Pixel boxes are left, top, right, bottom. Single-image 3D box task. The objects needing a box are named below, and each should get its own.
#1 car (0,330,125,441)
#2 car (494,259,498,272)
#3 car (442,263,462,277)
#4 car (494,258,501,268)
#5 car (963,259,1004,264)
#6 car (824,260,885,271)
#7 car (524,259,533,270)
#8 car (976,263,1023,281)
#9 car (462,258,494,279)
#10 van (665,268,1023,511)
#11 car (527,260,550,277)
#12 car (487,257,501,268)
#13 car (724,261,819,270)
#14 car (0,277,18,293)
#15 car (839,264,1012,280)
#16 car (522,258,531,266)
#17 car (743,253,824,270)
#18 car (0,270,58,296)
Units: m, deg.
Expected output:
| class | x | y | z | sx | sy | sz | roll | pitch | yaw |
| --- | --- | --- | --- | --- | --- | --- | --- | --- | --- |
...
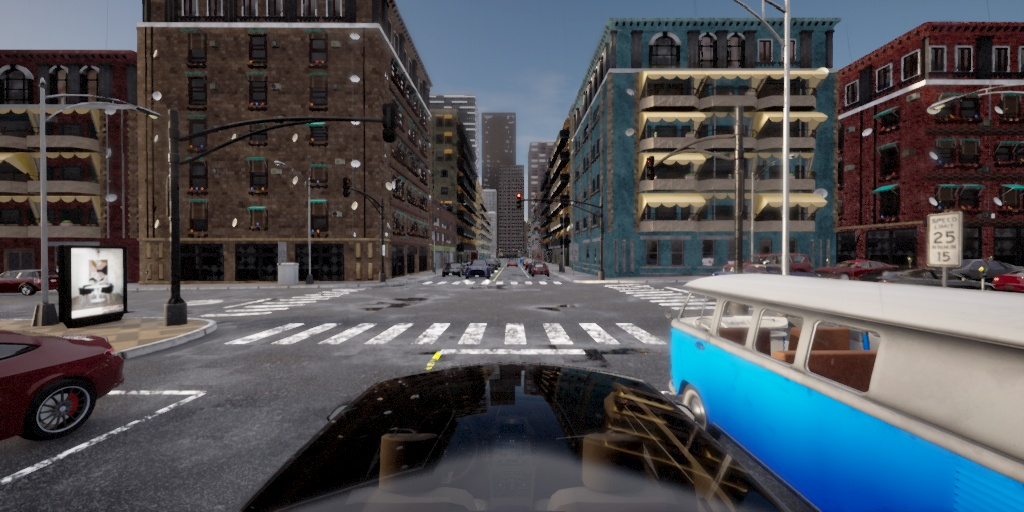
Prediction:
| class | x | y | z | sx | sy | sz | roll | pitch | yaw |
| --- | --- | --- | --- | --- | --- | --- | --- | --- | --- |
| car | -5.691 | 1.332 | 2.761 | 1.802 | 1.307 | 4.207 | 0 | 0 | 0 |
| car | -3.050 | 1.316 | 41.513 | 1.994 | 1.385 | 4.181 | 0 | 0 | 0 |
| car | -5.651 | 1.316 | 35.166 | 1.948 | 1.339 | 4.313 | 0 | 0 | 0 |
| car | -3.035 | 1.108 | 50.391 | 2.097 | 1.767 | 4.553 | 0 | 0 | 0 |
| car | 25.129 | 0.898 | 19.749 | 5.357 | 1.411 | 2.033 | -1 | 0 | 0 |
| car | 21.368 | 0.929 | 22.321 | 4.507 | 1.381 | 1.888 | 0 | 0 | 0 |
| car | 2.737 | 1.318 | 40.667 | 1.948 | 1.339 | 4.313 | 0 | 0 | 0 |
| car | 21.378 | 1.032 | 13.940 | 4.207 | 1.307 | 1.802 | 0 | 0 | 0 |
| car | -3.003 | 1.102 | 32.409 | 2.097 | 1.767 | 4.553 | 0 | 0 | -1 |
| van | 2.690 | 1.091 | 2.750 | 1.690 | 1.789 | 3.998 | 0 | 0 | 0 |
| car | 2.730 | 1.332 | 35.144 | 1.802 | 1.307 | 4.207 | 0 | 0 | 0 |
| car | -2.989 | 1.114 | 61.256 | 2.097 | 1.767 | 4.553 | 0 | 0 | 0 |
| car | 13.575 | 1.118 | 19.670 | 4.718 | 1.301 | 1.895 | -1 | 0 | -1 |
| car | -22.379 | 1.636 | 13.551 | 4.403 | 1.370 | 2.007 | 0 | 0 | 0 |
| car | 15.808 | 1.096 | 13.907 | 4.313 | 1.339 | 1.948 | 0 | 0 | 0 |
| car | 2.751 | 1.302 | 51.714 | 1.888 | 1.381 | 4.507 | 0 | 0 | 0 |
| car | 15.797 | 0.779 | 22.288 | 5.009 | 1.841 | 2.192 | 0 | 0 | 0 |
| car | -30.236 | 1.572 | 22.144 | 4.097 | 1.591 | 1.967 | 0 | 0 | 0 |
